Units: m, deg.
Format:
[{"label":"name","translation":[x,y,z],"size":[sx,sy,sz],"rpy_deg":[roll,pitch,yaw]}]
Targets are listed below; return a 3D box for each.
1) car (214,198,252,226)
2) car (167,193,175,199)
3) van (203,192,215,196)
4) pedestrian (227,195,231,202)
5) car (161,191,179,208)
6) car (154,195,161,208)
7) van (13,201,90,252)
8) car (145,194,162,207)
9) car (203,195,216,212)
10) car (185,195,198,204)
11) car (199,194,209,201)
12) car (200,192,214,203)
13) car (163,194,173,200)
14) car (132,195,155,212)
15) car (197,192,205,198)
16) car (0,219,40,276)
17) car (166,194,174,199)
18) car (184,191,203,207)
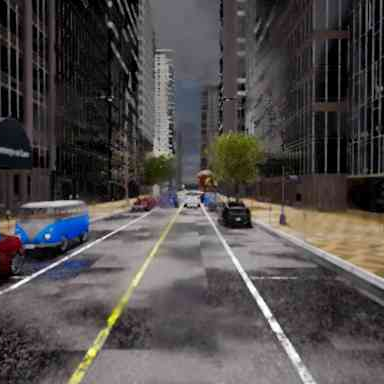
[{"label":"car","translation":[2.741,1.362,22.079],"size":[1.837,1.490,4.892],"rpy_deg":[0,0,0]},{"label":"car","translation":[-5.359,1.004,86.494],"size":[1.887,1.381,4.507],"rpy_deg":[-1,0,0]},{"label":"van","translation":[2.533,1.041,46.988],"size":[1.690,1.788,3.998],"rpy_deg":[-1,0,0]},{"label":"pedestrian","translation":[2.740,1.132,25.011],"size":[0.375,1.860,0.375],"rpy_deg":[-1,1,0]},{"label":"car","translation":[-2.859,0.954,41.820],"size":[2.150,2.045,5.566],"rpy_deg":[0,0,0]},{"label":"car","translation":[-5.344,1.280,41.308],"size":[1.887,1.381,4.507],"rpy_deg":[-1,0,0]},{"label":"van","translation":[-5.334,1.256,13.062],"size":[1.690,1.788,3.998],"rpy_deg":[-1,0,0]},{"label":"car","translation":[-5.346,1.140,46.955],"size":[1.967,1.590,4.097],"rpy_deg":[-1,0,0]},{"label":"car","translation":[2.541,1.321,35.692],"size":[2.008,1.369,4.403],"rpy_deg":[-1,0,0]},{"label":"car","translation":[-0.021,1.196,55.397],"size":[2.033,1.411,5.357],"rpy_deg":[0,0,0]},{"label":"car","translation":[2.527,1.107,69.583],"size":[1.887,1.381,4.507],"rpy_deg":[-1,0,0]},{"label":"car","translation":[2.528,0.946,58.285],"size":[2.192,1.841,5.009],"rpy_deg":[-1,0,0]},{"label":"car","translation":[-5.355,1.078,75.197],"size":[2.008,1.369,4.403],"rpy_deg":[-1,0,0]},{"label":"car","translation":[-5.339,1.353,35.658],"size":[1.802,1.307,4.206],"rpy_deg":[-1,0,0]},{"label":"car","translation":[2.517,0.865,92.177],"size":[1.967,1.590,4.097],"rpy_deg":[-1,0,0]},{"label":"car","translation":[-5.328,1.533,7.416],"size":[1.802,1.307,4.206],"rpy_deg":[-1,0,0]},{"label":"car","translation":[-5.357,1.075,80.846],"size":[1.802,1.307,4.206],"rpy_deg":[-1,0,0]},{"label":"car","translation":[0.050,0.935,44.597],"size":[2.150,2.045,5.566],"rpy_deg":[0,0,0]}]
